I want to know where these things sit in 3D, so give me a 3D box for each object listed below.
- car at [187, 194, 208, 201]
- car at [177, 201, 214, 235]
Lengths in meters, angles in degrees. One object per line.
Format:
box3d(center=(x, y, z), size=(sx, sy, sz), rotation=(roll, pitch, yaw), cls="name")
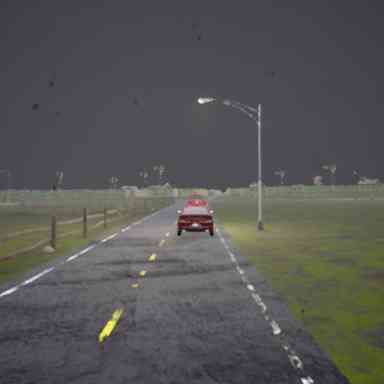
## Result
box3d(center=(0.612, 1.232, 38.336), size=(2.150, 2.045, 5.566), rotation=(0, 0, 2), cls="car")
box3d(center=(0.205, 1.482, 18.909), size=(1.882, 1.535, 5.008), rotation=(0, 0, 1), cls="car")
